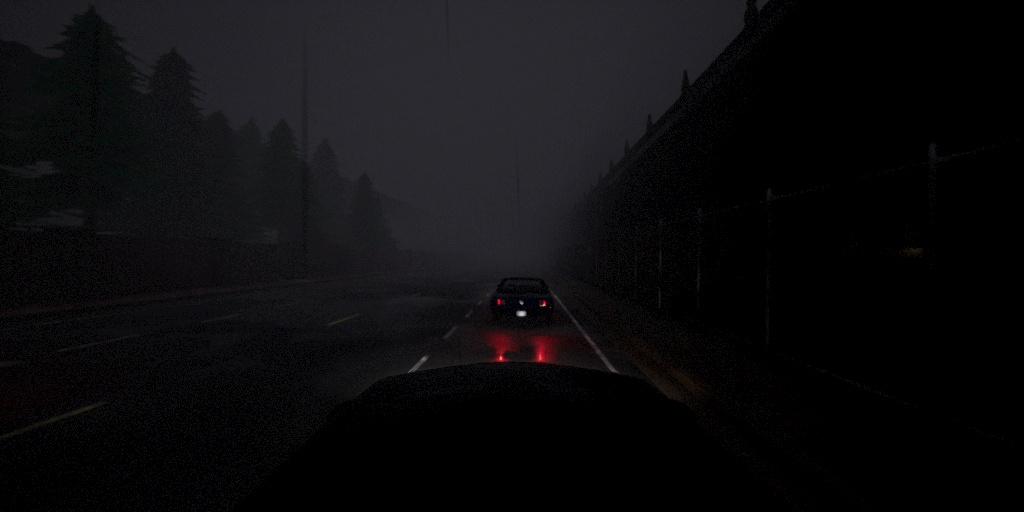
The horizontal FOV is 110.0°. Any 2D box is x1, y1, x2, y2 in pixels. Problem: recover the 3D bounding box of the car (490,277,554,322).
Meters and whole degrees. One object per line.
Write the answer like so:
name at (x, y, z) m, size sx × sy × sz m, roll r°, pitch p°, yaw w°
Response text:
car at (0.372, 1.387, 12.595) m, size 1.895 × 1.301 × 4.718 m, roll 1°, pitch 0°, yaw 2°
